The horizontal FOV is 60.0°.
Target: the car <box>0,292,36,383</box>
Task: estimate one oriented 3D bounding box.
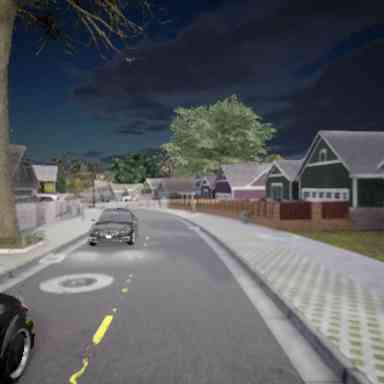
[{"bbox_3d":[-2.959,1.573,2.543,1.994,1.385,4.181,0,0,-1],"label":"car"}]

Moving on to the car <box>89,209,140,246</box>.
[{"bbox_3d":[-3.525,1.583,15.690,1.837,1.490,4.892,0,-1,-5],"label":"car"}]
